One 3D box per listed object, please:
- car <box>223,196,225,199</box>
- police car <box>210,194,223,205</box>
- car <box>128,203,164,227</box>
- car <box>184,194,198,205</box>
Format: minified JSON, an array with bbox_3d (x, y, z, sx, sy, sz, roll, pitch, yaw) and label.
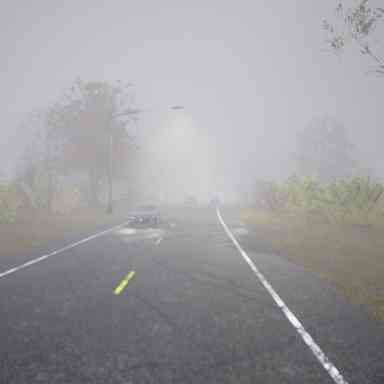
[{"bbox_3d":[5.628,1.461,74.429,2.150,2.045,5.566,0,0,7],"label":"car"},{"bbox_3d":[4.512,1.611,64.616,1.930,1.638,5.238,0,0,6],"label":"police car"},{"bbox_3d":[-3.104,1.540,23.233,1.837,1.490,4.892,0,0,2],"label":"car"},{"bbox_3d":[-0.124,1.442,64.145,2.150,2.045,5.566,0,0,6],"label":"car"}]
